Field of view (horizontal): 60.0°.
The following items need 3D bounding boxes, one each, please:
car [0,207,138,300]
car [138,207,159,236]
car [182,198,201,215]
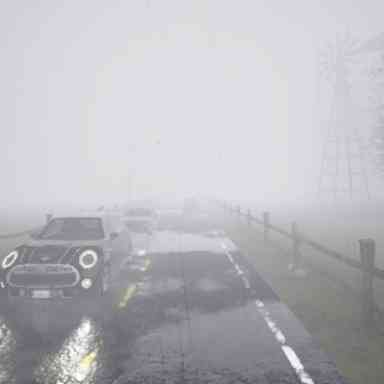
[{"bbox_3d":[-2.884,1.355,8.582,2.097,1.767,4.553,0,0,0],"label":"car"},{"bbox_3d":[-2.928,1.548,18.731,2.033,1.411,5.357,0,0,0],"label":"car"},{"bbox_3d":[-0.066,1.597,33.425,1.895,1.301,4.718,0,0,0],"label":"car"}]
